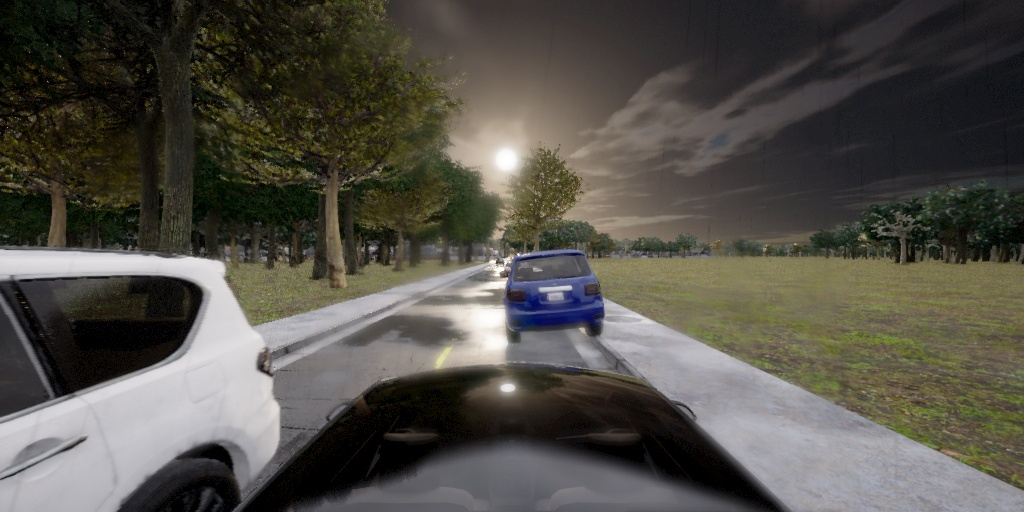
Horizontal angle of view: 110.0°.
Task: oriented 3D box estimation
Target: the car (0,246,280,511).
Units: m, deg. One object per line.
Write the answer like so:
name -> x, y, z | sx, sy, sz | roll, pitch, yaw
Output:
car -> -2.751, 0.972, 0.289 | 2.150, 2.045, 5.566 | 0, 0, 0

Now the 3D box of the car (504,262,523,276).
car -> 0.123, 1.352, 38.255 | 1.895, 1.301, 4.718 | 0, 0, 0

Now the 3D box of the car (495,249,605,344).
car -> 0.884, 0.897, 9.761 | 2.150, 2.045, 5.566 | -5, 0, 0
